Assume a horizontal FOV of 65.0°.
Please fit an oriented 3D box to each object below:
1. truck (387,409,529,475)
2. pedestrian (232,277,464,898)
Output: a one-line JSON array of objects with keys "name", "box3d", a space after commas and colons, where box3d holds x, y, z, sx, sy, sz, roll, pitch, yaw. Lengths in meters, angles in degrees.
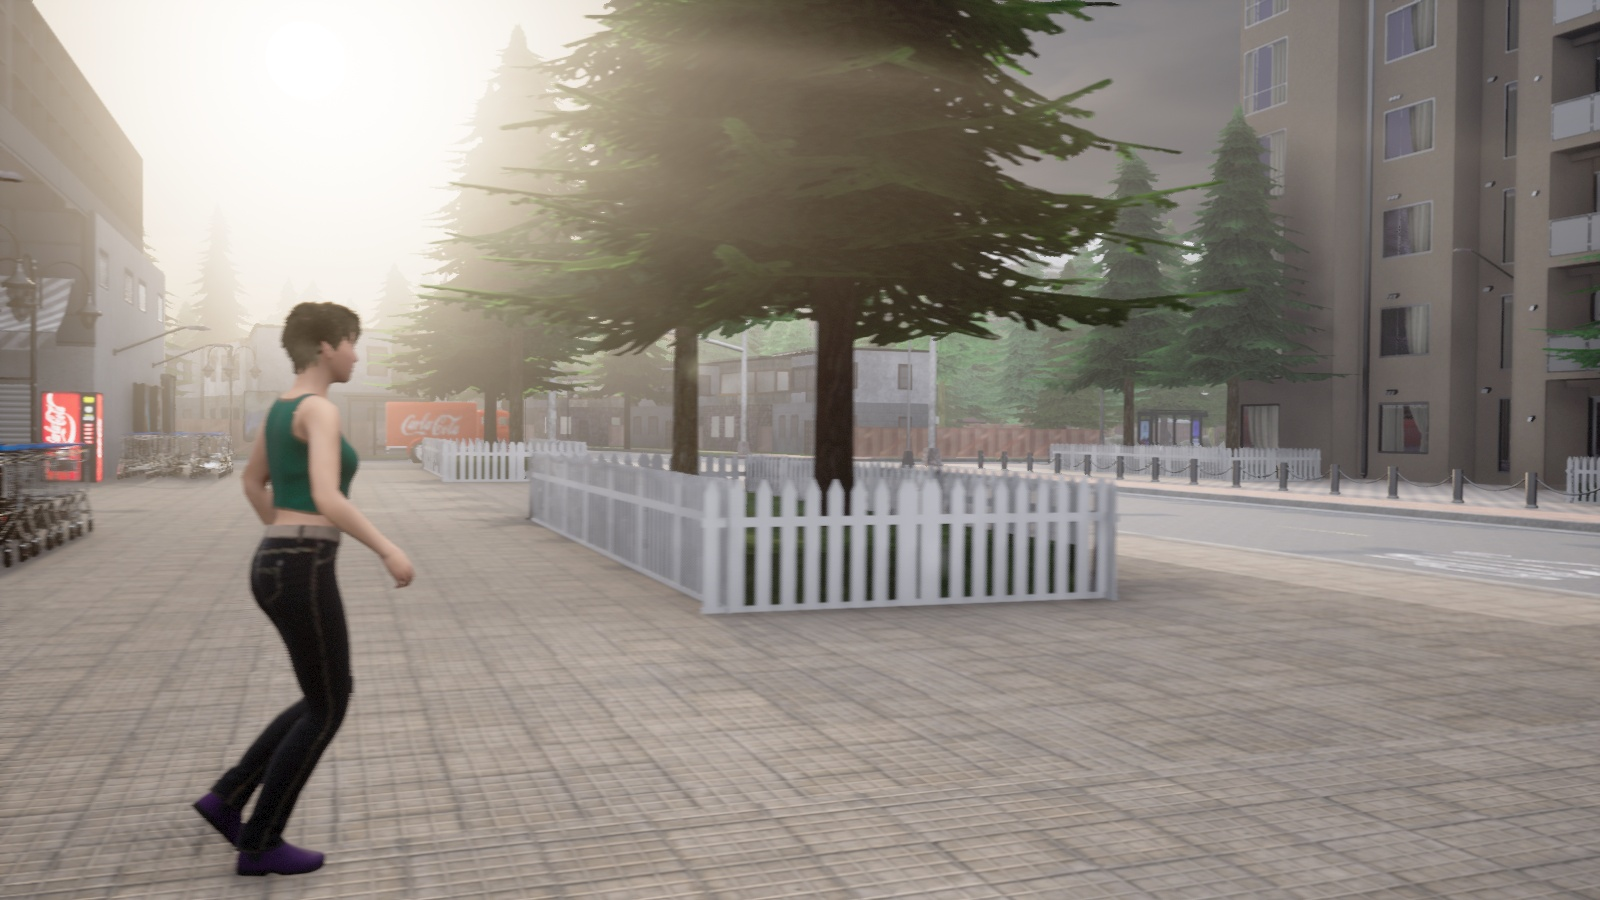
[{"name": "truck", "box3d": [-13.476, -0.344, 49.410, 5.204, 2.467, 2.627, -1, 1, -19]}, {"name": "pedestrian", "box3d": [-1.445, 0.404, 4.029, 0.594, 1.836, 0.345, -1, 1, -38]}]
